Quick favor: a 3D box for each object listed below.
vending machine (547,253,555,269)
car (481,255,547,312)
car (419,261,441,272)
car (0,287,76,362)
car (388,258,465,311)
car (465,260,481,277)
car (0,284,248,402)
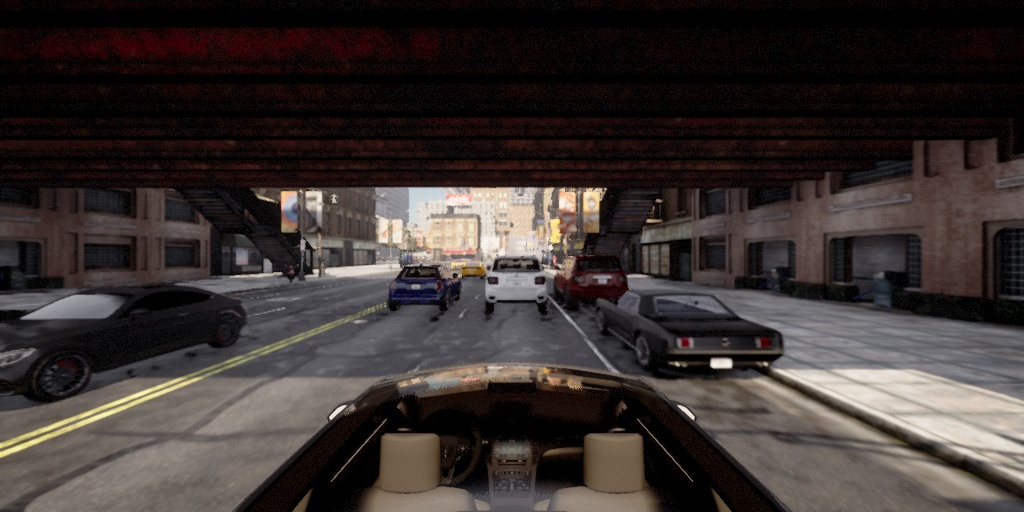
[{"bbox_3d":[7.170,0.942,63.079,1.100,2.100,0.880,0,0,-2],"label":"vending machine"},{"bbox_3d":[0.143,0.970,14.379,2.150,2.045,5.566,0,0,0],"label":"car"},{"bbox_3d":[-10.705,1.341,47.249,1.895,1.301,4.718,0,0,0],"label":"car"},{"bbox_3d":[-10.583,1.345,5.568,1.895,1.301,4.718,0,0,0],"label":"car"},{"bbox_3d":[-3.361,1.099,14.654,2.097,1.767,4.553,0,0,0],"label":"car"},{"bbox_3d":[-3.442,1.223,32.715,1.882,1.535,5.008,0,0,0],"label":"car"},{"bbox_3d":[-7.080,1.272,6.522,1.812,1.442,4.674,0,0,0],"label":"car"}]
